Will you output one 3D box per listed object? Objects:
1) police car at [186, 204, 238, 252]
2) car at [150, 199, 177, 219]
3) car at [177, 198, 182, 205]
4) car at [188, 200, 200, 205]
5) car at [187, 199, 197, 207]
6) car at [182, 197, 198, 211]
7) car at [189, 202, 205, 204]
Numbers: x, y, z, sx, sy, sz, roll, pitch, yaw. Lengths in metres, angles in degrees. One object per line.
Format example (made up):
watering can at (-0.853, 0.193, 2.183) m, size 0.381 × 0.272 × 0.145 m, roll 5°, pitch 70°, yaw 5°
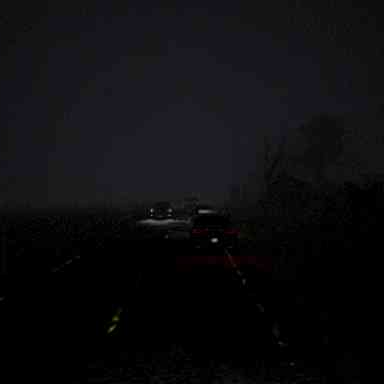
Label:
police car at (0.824, 1.563, 14.672) m, size 1.930 × 1.638 × 5.238 m, roll 0°, pitch -1°, yaw 0°
car at (-2.848, 1.661, 32.281) m, size 2.097 × 1.767 × 4.553 m, roll 0°, pitch -1°, yaw 0°
car at (-2.757, 2.210, 73.378) m, size 1.837 × 1.490 × 4.892 m, roll 0°, pitch -1°, yaw 0°
car at (0.822, 1.797, 30.560) m, size 1.837 × 1.490 × 4.892 m, roll 0°, pitch -1°, yaw 0°
car at (-0.006, 2.161, 67.065) m, size 1.882 × 1.535 × 5.008 m, roll 0°, pitch -1°, yaw 0°
car at (-0.003, 1.701, 48.545) m, size 2.150 × 2.045 × 5.566 m, roll 0°, pitch 0°, yaw 0°
car at (0.822, 1.738, 24.561) m, size 1.837 × 1.490 × 4.892 m, roll 0°, pitch -1°, yaw 0°
